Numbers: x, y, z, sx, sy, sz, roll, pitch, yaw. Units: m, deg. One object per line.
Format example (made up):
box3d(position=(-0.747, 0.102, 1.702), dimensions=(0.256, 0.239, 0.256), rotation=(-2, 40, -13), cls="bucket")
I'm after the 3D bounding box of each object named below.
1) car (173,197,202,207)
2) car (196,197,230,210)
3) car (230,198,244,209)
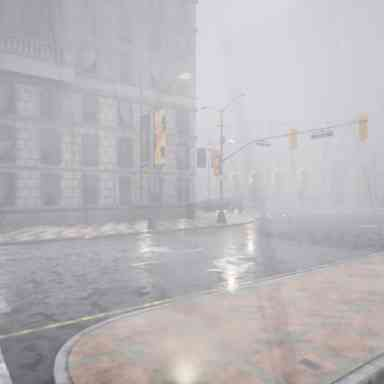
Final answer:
box3d(position=(-0.800, 1.546, 52.627), dimensions=(2.033, 1.411, 5.357), rotation=(0, 0, -35), cls="car")
box3d(position=(2.325, 1.562, 42.249), dimensions=(1.994, 1.385, 4.181), rotation=(0, 0, -36), cls="car")
box3d(position=(4.886, 1.503, 44.682), dimensions=(1.837, 1.490, 4.892), rotation=(0, 0, -36), cls="car")
